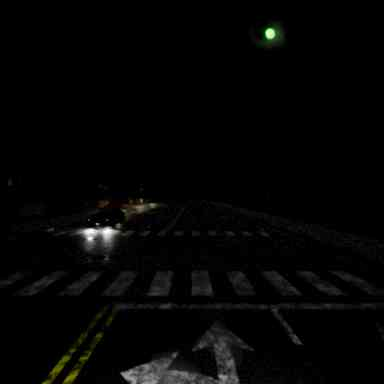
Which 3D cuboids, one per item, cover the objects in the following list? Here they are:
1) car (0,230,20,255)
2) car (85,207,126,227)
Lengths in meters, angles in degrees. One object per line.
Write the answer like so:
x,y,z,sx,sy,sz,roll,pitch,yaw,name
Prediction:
-8.612,1.699,10.765,5.357,1.411,2.033,0,-1,-34,car
-6.540,1.891,25.930,2.033,1.411,5.357,0,-1,2,car
